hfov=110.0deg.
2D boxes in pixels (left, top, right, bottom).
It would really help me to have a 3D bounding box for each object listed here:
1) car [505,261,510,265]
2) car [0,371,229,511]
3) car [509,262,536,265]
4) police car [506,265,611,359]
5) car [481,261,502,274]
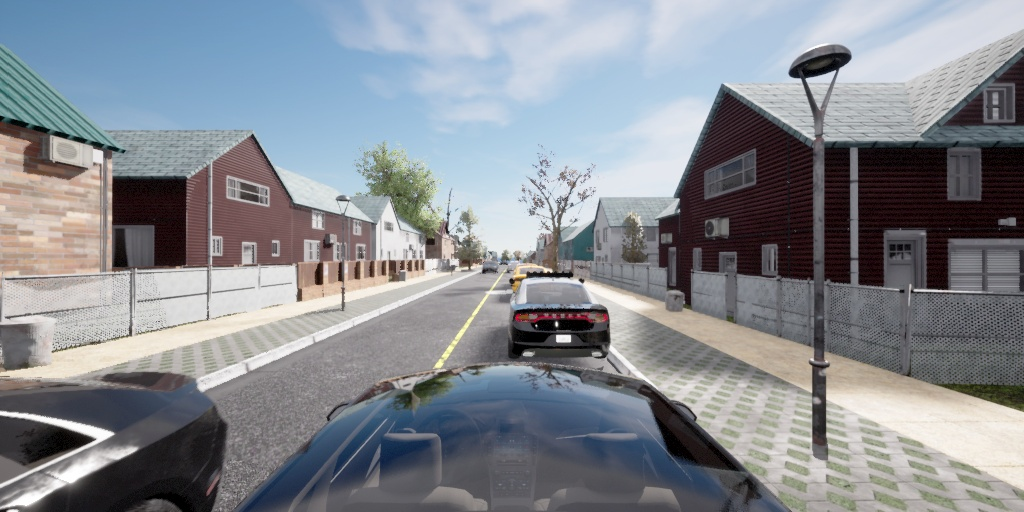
[{"bbox_3d":[0.345,1.383,45.730,1.812,1.442,4.674,0,0,1],"label":"car"},{"bbox_3d":[-2.853,1.255,0.403,1.837,1.490,4.892,0,0,0],"label":"car"},{"bbox_3d":[0.948,1.238,18.458,1.882,1.535,5.008,0,0,0],"label":"car"},{"bbox_3d":[0.879,1.176,8.567,1.930,1.638,5.238,0,0,0],"label":"police car"},{"bbox_3d":[-2.561,1.344,42.475,1.837,1.490,4.892,0,0,0],"label":"car"}]
